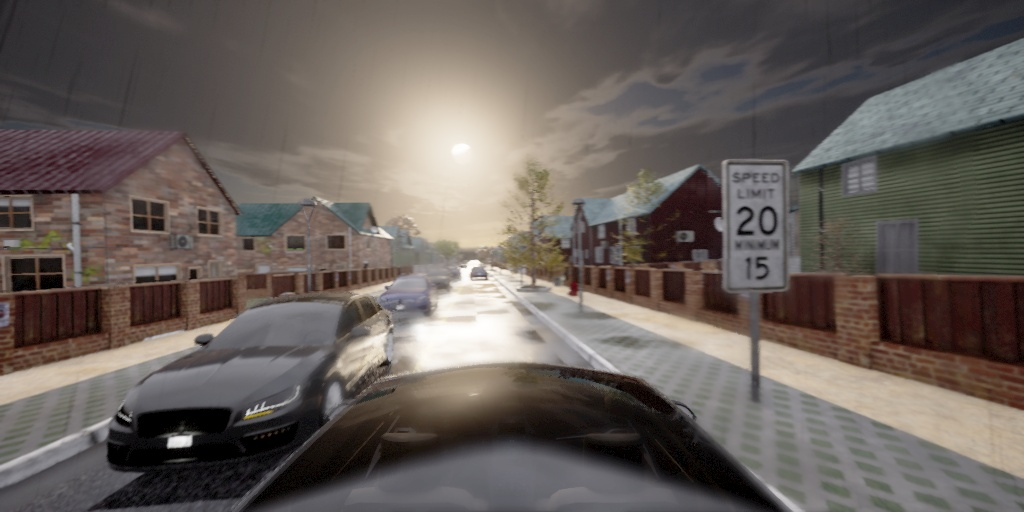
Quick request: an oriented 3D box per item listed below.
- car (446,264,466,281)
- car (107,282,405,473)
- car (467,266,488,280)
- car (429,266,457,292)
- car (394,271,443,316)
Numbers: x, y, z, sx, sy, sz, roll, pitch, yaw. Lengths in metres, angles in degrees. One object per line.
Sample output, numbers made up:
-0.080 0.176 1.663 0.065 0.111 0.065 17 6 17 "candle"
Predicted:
-6.436 1.728 38.626 2.097 1.767 4.553 -1 -1 -6 "car"
-3.101 1.370 5.470 1.837 1.490 4.892 -1 -1 -6 "car"
-3.768 1.912 40.777 1.994 1.385 4.181 -1 -1 -6 "car"
-5.101 1.671 24.922 1.837 1.490 4.892 -1 -1 -6 "car"
-4.052 1.532 14.615 1.812 1.442 4.674 -1 -1 -6 "car"
